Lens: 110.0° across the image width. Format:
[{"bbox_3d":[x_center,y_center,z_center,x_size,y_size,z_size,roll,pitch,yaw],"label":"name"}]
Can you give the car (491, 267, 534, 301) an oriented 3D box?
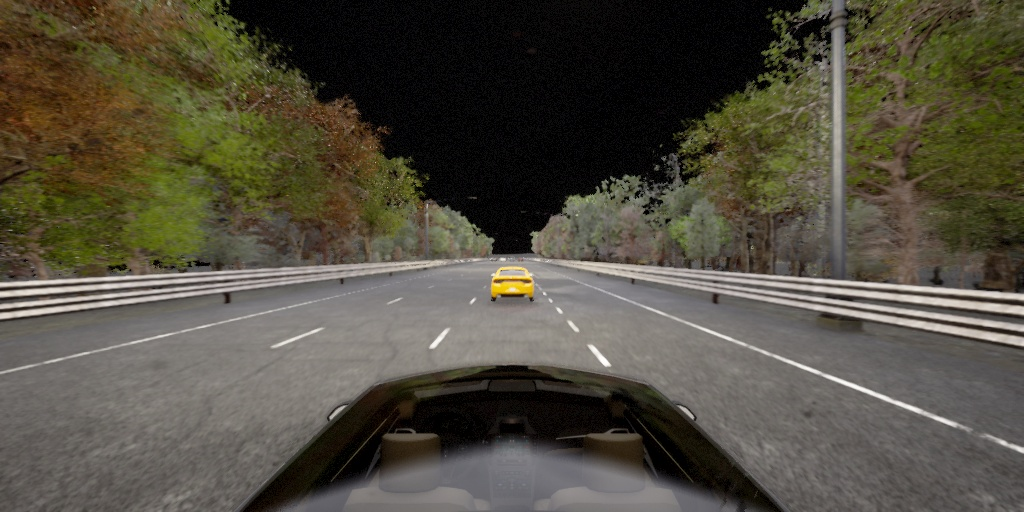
[{"bbox_3d":[0.015,1.276,17.662,1.882,1.535,5.008,0,0,0],"label":"car"}]
